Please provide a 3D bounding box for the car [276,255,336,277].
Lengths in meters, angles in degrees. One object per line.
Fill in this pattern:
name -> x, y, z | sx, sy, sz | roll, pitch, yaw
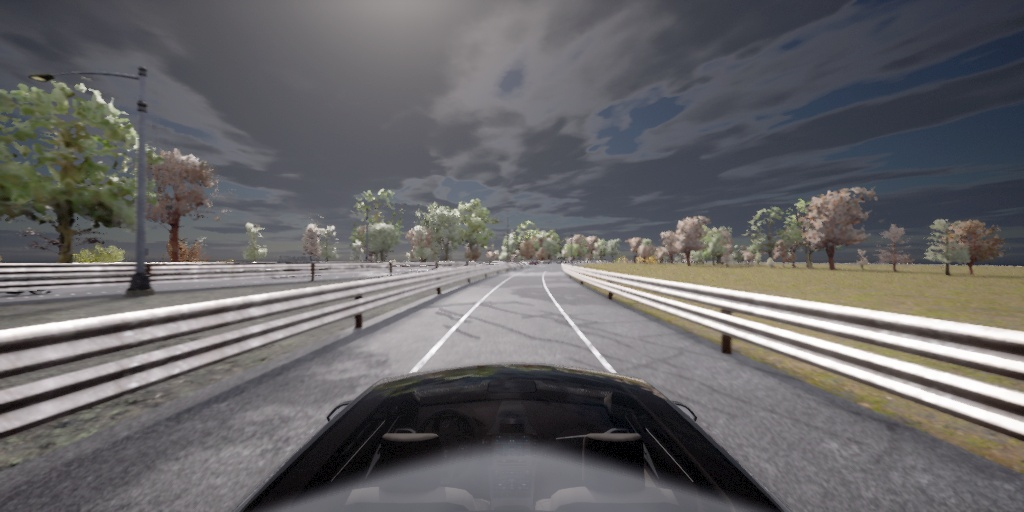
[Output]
car -> -21.168, 0.960, 36.637 | 2.150, 2.045, 5.566 | 0, -1, 15

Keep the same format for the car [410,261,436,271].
car -> -13.103, 1.494, 52.966 | 2.033, 1.411, 5.357 | 0, -1, 16

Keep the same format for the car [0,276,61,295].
car -> -22.848, 1.070, 15.497 | 1.994, 1.385, 4.181 | 0, -1, 14
